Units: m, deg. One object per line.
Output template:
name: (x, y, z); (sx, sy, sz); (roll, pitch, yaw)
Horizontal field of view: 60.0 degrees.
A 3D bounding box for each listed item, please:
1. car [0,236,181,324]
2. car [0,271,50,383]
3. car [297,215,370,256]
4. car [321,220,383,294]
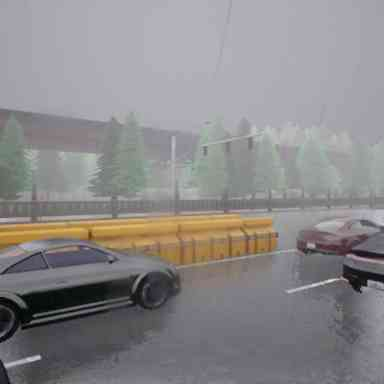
car: (-2.292, 1.574, 6.407); (4.181, 1.385, 1.994); (0, 0, -36)
car: (-3.078, 1.555, 1.546); (4.181, 1.385, 1.994); (0, 0, -36)
car: (5.763, 1.588, 12.177); (4.674, 1.442, 1.812); (0, 0, -35)
car: (5.432, 1.539, 7.652); (4.902, 1.511, 2.128); (0, 0, -35)
